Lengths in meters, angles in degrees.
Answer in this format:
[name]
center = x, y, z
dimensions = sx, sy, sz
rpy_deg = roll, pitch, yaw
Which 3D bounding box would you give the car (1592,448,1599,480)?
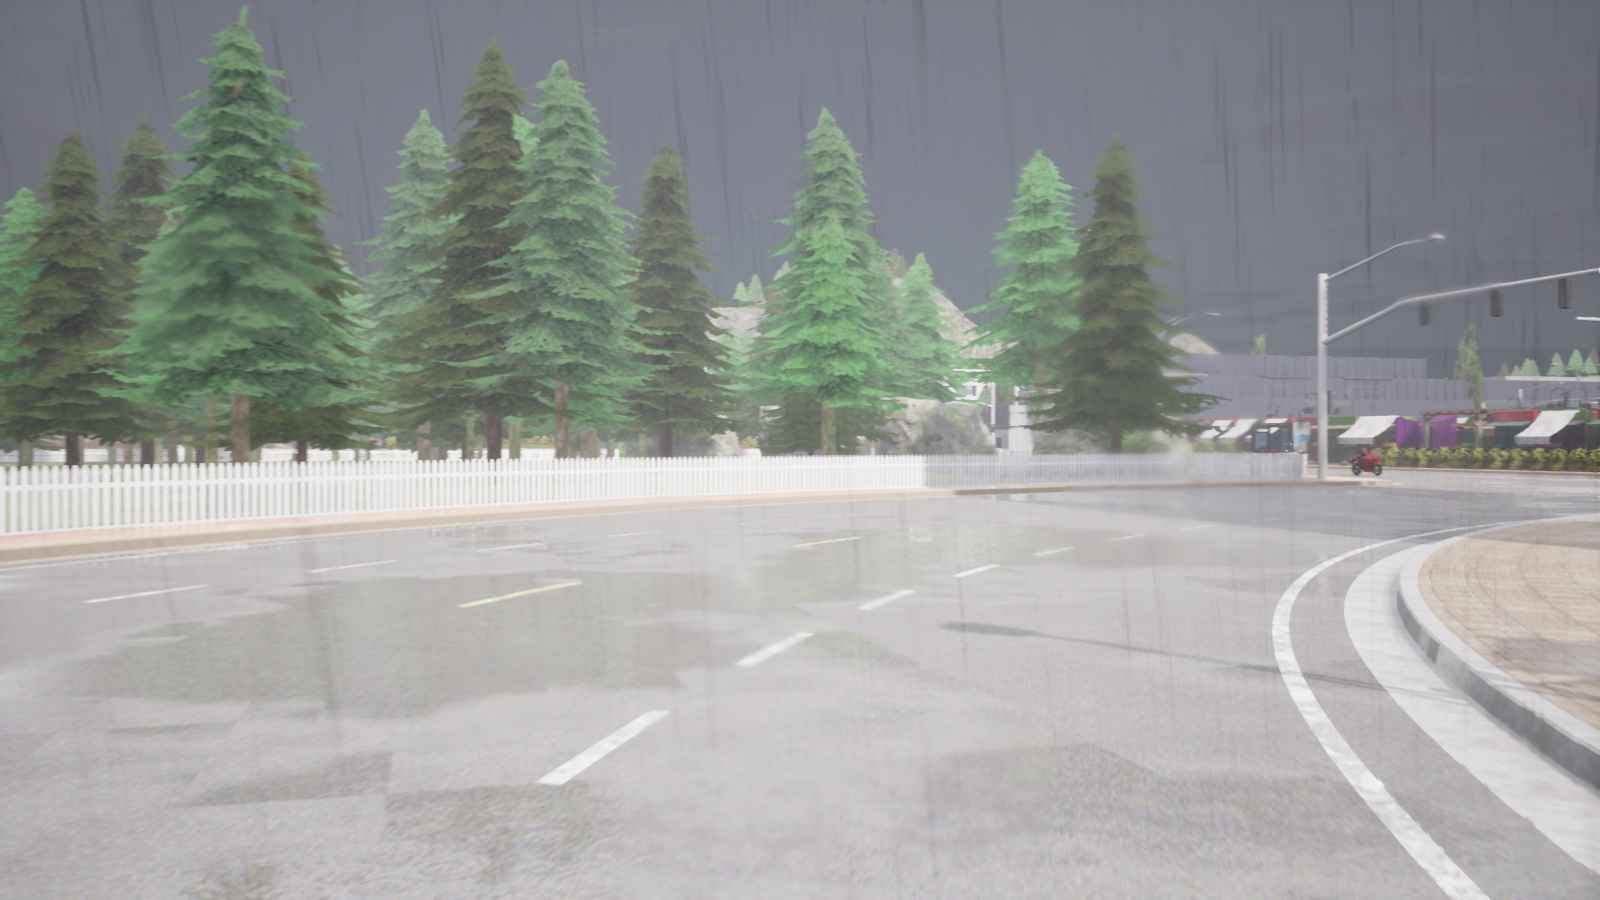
[car]
center = 35.514, 0.622, 53.832
dimensions = 1.481, 1.376, 2.207
rpy_deg = 0, 1, -24

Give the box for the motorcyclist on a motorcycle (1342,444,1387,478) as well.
[motorcyclist on a motorcycle]
center = 26.462, 0.503, 58.901
dimensions = 0.797, 1.523, 2.044
rpy_deg = 0, 0, -16
